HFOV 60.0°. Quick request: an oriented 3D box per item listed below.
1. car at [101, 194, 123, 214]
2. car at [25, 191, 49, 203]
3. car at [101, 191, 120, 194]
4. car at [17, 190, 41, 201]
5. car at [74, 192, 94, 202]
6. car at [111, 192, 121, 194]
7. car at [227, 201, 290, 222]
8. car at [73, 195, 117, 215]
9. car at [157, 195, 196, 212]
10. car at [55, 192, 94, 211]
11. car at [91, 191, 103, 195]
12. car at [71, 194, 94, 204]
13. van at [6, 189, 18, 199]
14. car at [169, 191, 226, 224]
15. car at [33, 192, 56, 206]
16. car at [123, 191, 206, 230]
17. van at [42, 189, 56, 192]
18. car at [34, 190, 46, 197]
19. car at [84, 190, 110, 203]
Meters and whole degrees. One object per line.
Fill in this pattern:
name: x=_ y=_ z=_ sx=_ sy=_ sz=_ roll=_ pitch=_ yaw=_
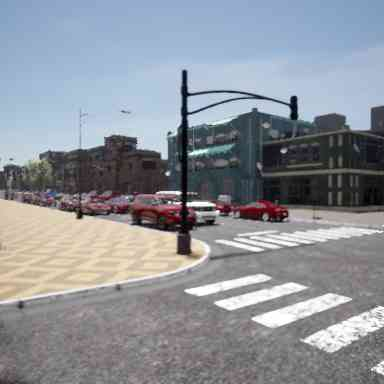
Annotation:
car: x=-6.528 y=1.197 z=30.206 sx=1.994 sy=1.385 sz=4.181 roll=0 pitch=1 yaw=-36
car: x=-21.475 y=0.931 z=46.190 sx=1.802 sy=1.307 sz=4.206 roll=1 pitch=0 yaw=-36
car: x=-11.432 y=0.761 z=46.680 sx=2.192 sy=1.841 sz=5.009 roll=1 pitch=0 yaw=-36
car: x=-24.757 y=0.820 z=50.659 sx=1.887 sy=1.381 sz=4.507 roll=1 pitch=0 yaw=-36
car: x=-18.105 y=0.823 z=55.759 sx=1.752 sy=1.417 sz=4.829 roll=1 pitch=0 yaw=-36
car: x=-8.153 y=1.068 z=42.211 sx=2.008 sy=1.369 sz=4.403 roll=1 pitch=0 yaw=-36
car: x=4.980 y=1.338 z=24.332 sx=1.887 sy=1.381 sz=4.507 roll=1 pitch=0 yaw=-36
car: x=-8.342 y=1.213 z=28.311 sx=1.802 sy=1.307 sz=4.206 roll=1 pitch=0 yaw=-36
car: x=-1.586 y=1.097 z=33.272 sx=1.967 sy=1.590 sz=4.097 roll=1 pitch=0 yaw=-36
car: x=-11.622 y=1.003 z=32.780 sx=1.967 sy=1.590 sz=4.097 roll=1 pitch=0 yaw=-36
car: x=-12.519 y=0.998 z=38.380 sx=2.128 sy=1.511 sz=4.902 roll=0 pitch=1 yaw=-36
car: x=-15.858 y=0.952 z=48.237 sx=1.994 sy=1.385 sz=4.181 roll=0 pitch=1 yaw=-36
van: x=-34.603 y=0.388 z=64.068 sx=1.690 sy=1.788 sz=3.998 roll=1 pitch=0 yaw=-36
car: x=-0.571 y=0.979 z=22.095 sx=2.150 sy=2.045 sz=5.566 roll=0 pitch=1 yaw=-36
car: x=-18.191 y=1.003 z=41.718 sx=1.802 sy=1.307 sz=4.206 roll=1 pitch=0 yaw=-36
car: x=-1.769 y=1.083 z=19.371 sx=2.192 sy=1.841 sz=5.009 roll=1 pitch=0 yaw=-36
van: x=-31.134 y=0.336 z=73.500 sx=1.690 sy=1.788 sz=3.998 roll=1 pitch=0 yaw=-36
car: x=-37.702 y=0.278 z=82.438 sx=1.967 sy=1.590 sz=4.097 roll=1 pitch=0 yaw=-36
car: x=-14.716 y=0.689 z=51.152 sx=2.192 sy=1.841 sz=5.009 roll=1 pitch=0 yaw=-36
